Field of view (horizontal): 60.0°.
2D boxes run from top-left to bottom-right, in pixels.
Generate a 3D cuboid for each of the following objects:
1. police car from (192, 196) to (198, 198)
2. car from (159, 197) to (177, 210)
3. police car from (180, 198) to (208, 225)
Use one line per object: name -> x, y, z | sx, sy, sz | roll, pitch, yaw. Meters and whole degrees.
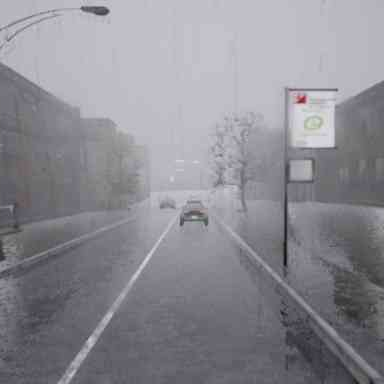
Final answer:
police car -> 0.212, 1.380, 42.734 | 1.930, 1.638, 5.238 | 0, 0, 0
car -> -2.978, 1.463, 41.581 | 1.837, 1.490, 4.892 | 0, 0, 0
police car -> 0.151, 1.481, 24.264 | 2.038, 1.542, 4.974 | 0, 0, 0
